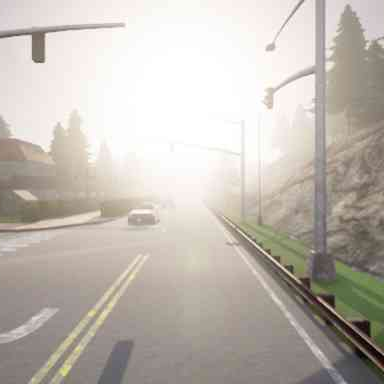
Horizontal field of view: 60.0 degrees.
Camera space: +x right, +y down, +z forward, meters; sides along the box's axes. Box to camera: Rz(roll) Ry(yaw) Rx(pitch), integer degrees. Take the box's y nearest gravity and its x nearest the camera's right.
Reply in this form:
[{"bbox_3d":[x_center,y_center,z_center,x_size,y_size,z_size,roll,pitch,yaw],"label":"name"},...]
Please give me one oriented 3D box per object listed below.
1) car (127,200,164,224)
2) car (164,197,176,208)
[{"bbox_3d":[-3.474,1.584,24.841,1.812,1.442,4.674,0,1,2],"label":"car"},{"bbox_3d":[-3.369,1.521,48.650,2.128,1.511,4.902,0,0,0],"label":"car"}]
